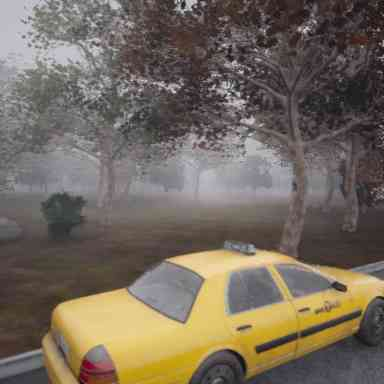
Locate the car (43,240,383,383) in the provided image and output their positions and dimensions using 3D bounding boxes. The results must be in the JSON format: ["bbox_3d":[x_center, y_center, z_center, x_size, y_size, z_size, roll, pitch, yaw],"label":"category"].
[{"bbox_3d":[0.881,1.467,4.680,5.366,1.575,1.946,0,0,-33],"label":"car"}]
